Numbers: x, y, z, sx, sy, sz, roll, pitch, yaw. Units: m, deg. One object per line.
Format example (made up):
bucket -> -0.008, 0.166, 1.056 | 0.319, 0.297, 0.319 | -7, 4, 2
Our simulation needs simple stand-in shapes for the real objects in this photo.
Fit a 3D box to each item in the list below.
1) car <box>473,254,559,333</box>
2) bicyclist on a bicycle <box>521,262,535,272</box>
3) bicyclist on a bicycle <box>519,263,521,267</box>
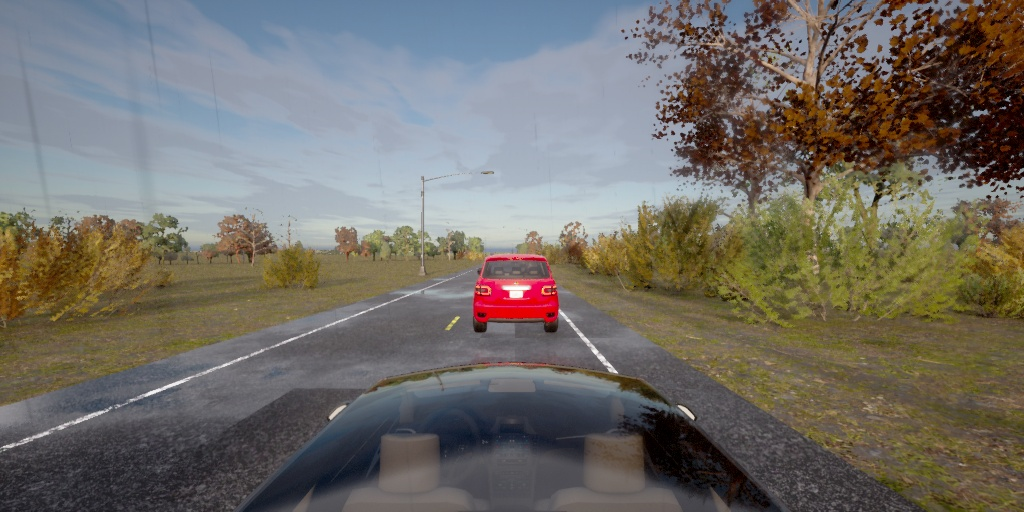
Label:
car -> 0.086, 0.968, 10.907 | 2.150, 2.045, 5.566 | 0, 0, 0
bicyclist on a bicycle -> 0.933, 1.114, 18.614 | 0.659, 1.776, 1.843 | 0, 0, 0
bicyclist on a bicycle -> 0.887, 1.111, 28.627 | 0.659, 1.776, 1.843 | 0, 0, 0
